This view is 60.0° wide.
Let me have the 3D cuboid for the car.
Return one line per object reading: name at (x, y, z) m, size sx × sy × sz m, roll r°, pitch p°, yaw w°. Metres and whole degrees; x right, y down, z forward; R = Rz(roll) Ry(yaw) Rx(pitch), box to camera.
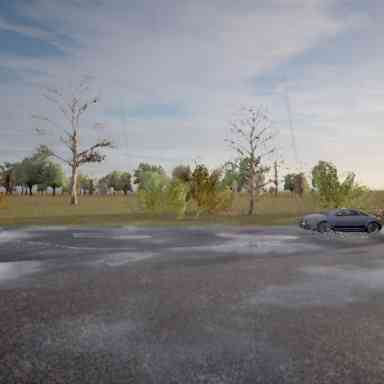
car at (8.270, 1.600, 18.687) m, size 4.181 × 1.385 × 1.994 m, roll 0°, pitch 0°, yaw -2°
